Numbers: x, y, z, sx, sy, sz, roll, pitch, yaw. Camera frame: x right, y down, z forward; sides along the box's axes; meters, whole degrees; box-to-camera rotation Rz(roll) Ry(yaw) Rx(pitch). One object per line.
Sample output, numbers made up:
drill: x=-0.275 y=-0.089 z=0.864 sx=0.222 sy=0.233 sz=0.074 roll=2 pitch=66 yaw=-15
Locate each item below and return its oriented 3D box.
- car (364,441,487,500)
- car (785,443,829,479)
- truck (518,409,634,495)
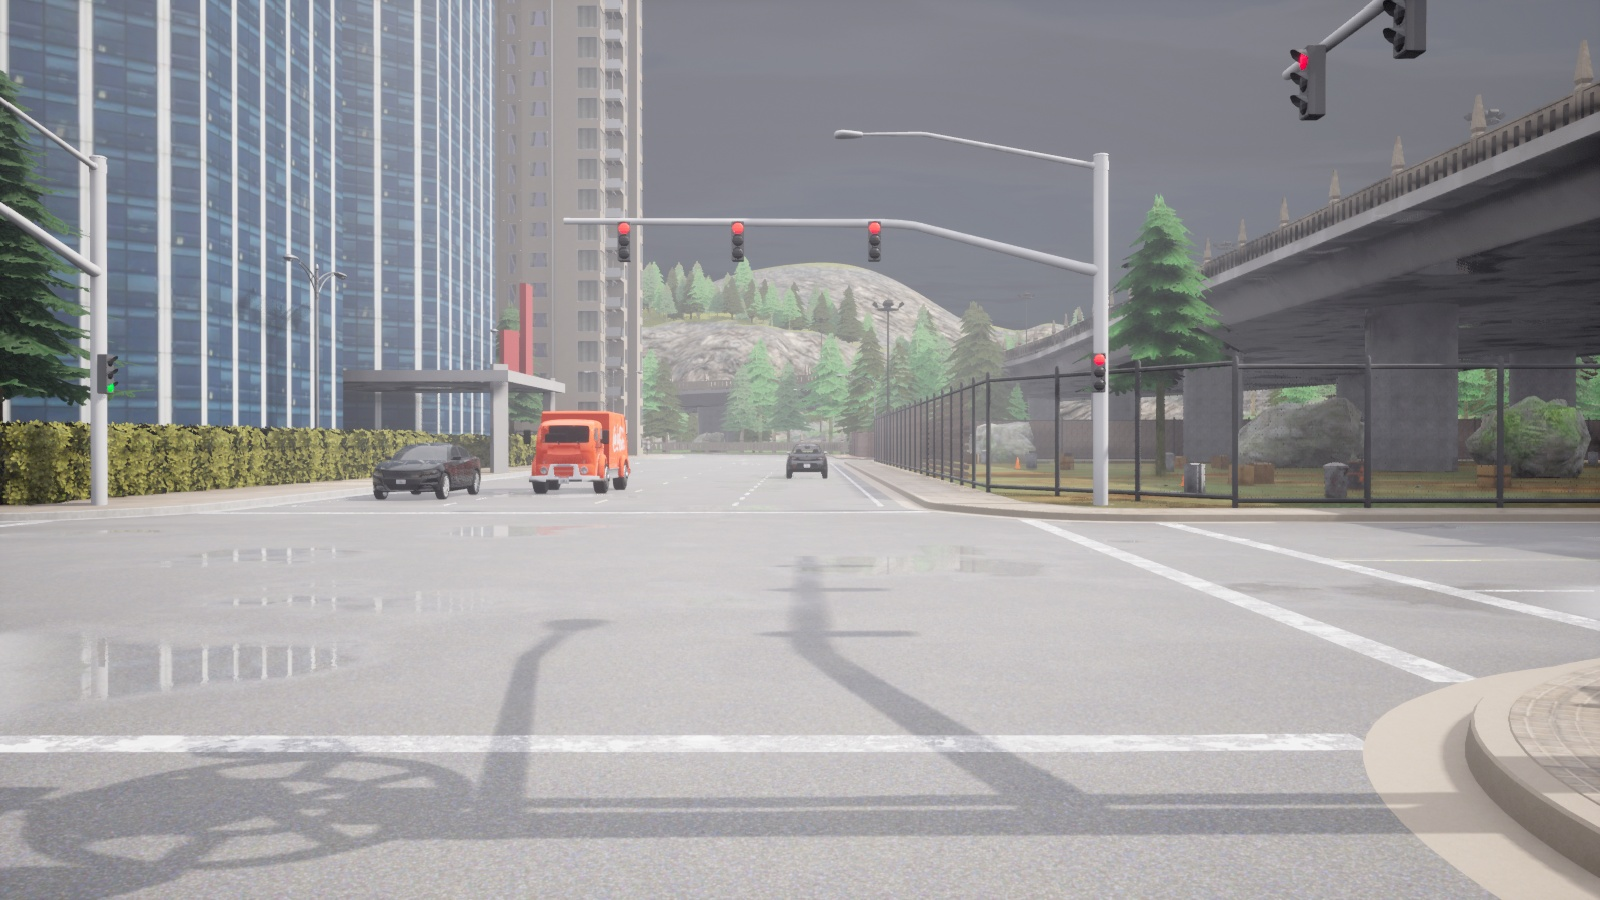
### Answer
car: x=-10.300 y=0.519 z=34.939 sx=1.882 sy=1.535 sz=5.008 roll=0 pitch=0 yaw=0
car: x=0.304 y=0.453 z=54.531 sx=1.816 sy=1.474 sz=4.193 roll=0 pitch=0 yaw=0
truck: x=-6.780 y=0.037 z=38.677 sx=2.627 sy=2.467 sz=5.204 roll=0 pitch=0 yaw=0
